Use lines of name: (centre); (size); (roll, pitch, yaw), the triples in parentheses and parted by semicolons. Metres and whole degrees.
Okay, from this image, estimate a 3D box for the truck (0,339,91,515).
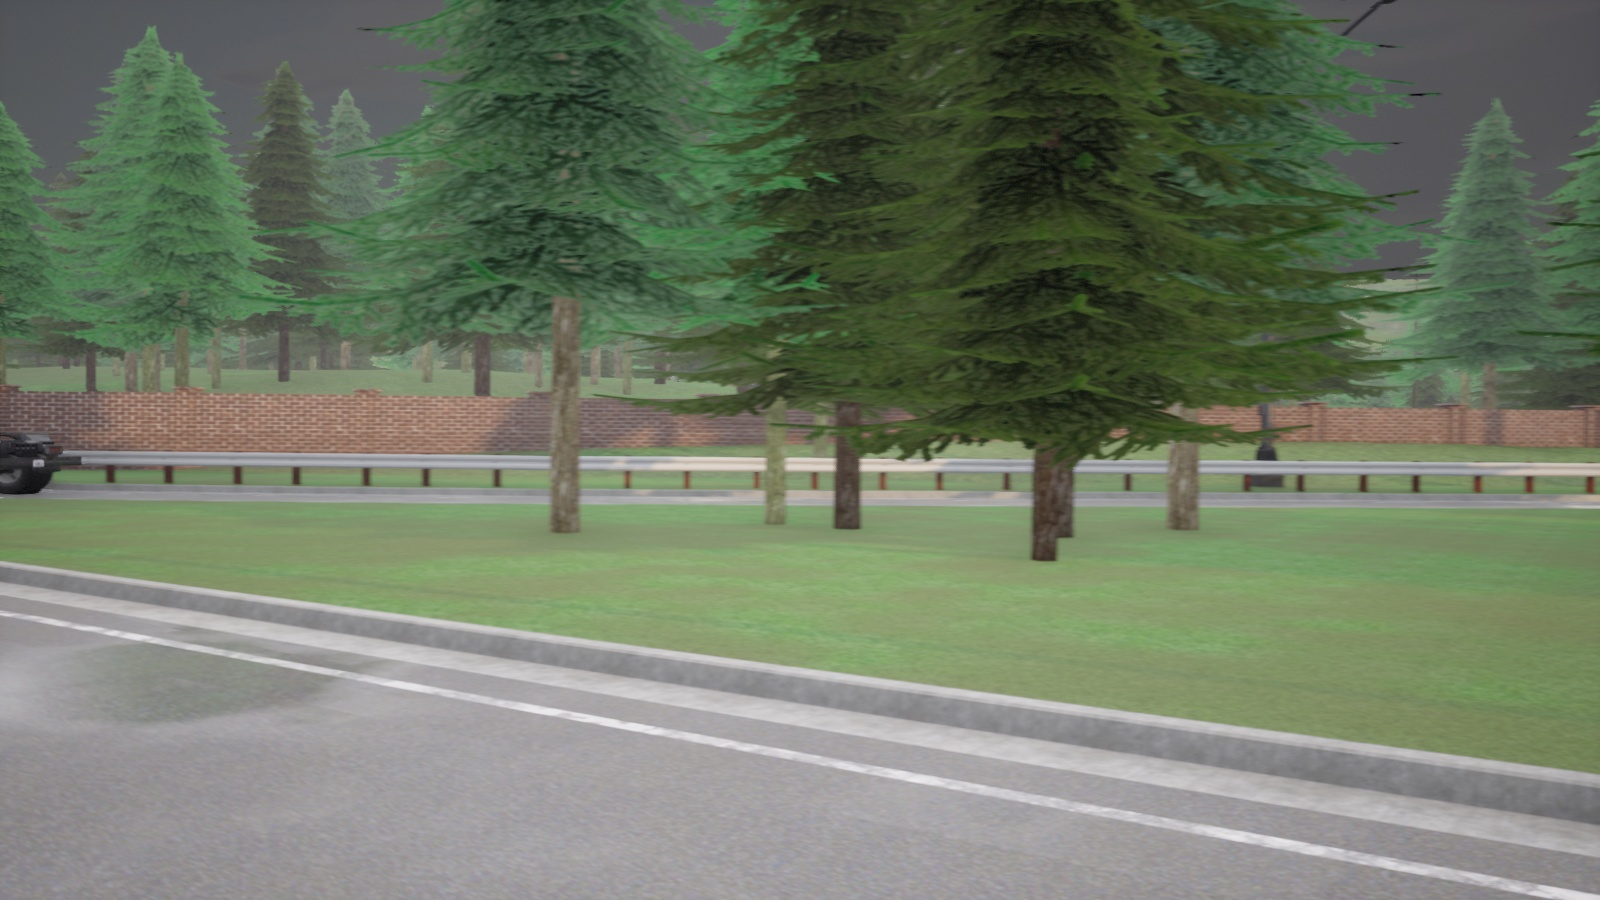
truck: (-19.515, -0.436, 26.322); (7.936, 3.462, 2.891); (0, 1, 8)
